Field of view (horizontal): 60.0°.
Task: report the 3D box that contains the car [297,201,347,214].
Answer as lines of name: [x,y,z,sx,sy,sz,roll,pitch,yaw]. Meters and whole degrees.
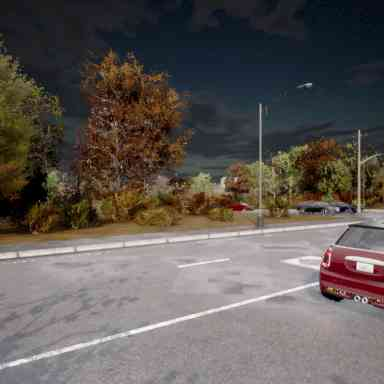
car: [13.817,1.719,36.519,2.128,1.511,4.902,0,-1,-32]

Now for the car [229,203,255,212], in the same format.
car: [7.879,2.403,52.685,1.882,1.535,5.008,0,-3,-32]

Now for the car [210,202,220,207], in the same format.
car: [2.344,2.387,54.952,2.150,2.045,5.566,0,-3,-32]

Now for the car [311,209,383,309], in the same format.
car: [4.811,1.362,7.120,4.553,1.767,2.097,0,0,-35]

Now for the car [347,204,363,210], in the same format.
car: [17.015,1.831,38.005,1.895,1.301,4.718,0,-1,-32]
